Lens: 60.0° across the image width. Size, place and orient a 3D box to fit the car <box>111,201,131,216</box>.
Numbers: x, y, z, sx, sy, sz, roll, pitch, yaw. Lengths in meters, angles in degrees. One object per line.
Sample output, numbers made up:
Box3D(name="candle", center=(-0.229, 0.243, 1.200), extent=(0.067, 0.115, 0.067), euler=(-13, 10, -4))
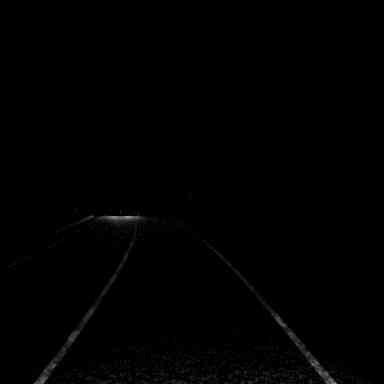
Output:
Box3D(name="car", center=(-7.954, 1.854, 37.538), extent=(1.837, 1.490, 4.892), euler=(1, -1, -9))
